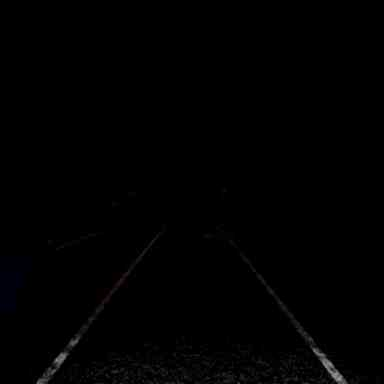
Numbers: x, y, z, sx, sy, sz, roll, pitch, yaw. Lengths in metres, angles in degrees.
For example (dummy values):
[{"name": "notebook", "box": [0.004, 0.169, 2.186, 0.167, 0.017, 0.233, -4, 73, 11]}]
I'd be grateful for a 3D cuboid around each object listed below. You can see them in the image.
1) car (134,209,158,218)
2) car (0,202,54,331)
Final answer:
[{"name": "car", "box": [-10.609, 5.009, 76.898, 5.566, 2.045, 2.150, 2, -5, -29]}, {"name": "car", "box": [-3.599, 1.198, 3.850, 2.150, 2.045, 5.566, 0, 0, 0]}]
